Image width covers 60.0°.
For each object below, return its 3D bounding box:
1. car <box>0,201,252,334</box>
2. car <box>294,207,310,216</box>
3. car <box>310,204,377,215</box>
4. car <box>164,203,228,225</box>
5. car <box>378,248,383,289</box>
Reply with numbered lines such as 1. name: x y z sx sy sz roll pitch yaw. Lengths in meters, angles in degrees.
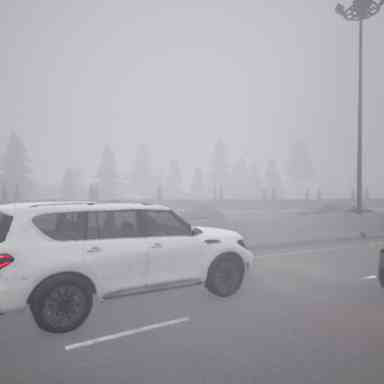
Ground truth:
1. car: -1.299 1.202 6.922 5.566 2.045 2.150 0 0 -33
2. car: 9.634 1.572 24.604 4.181 1.385 1.994 0 0 -22
3. car: 9.940 1.571 20.955 4.181 1.385 1.994 0 0 -23
4. car: 0.286 1.538 24.128 4.181 1.385 1.994 0 0 -27
5. car: 6.251 1.479 7.335 5.008 1.535 1.882 0 0 -29
